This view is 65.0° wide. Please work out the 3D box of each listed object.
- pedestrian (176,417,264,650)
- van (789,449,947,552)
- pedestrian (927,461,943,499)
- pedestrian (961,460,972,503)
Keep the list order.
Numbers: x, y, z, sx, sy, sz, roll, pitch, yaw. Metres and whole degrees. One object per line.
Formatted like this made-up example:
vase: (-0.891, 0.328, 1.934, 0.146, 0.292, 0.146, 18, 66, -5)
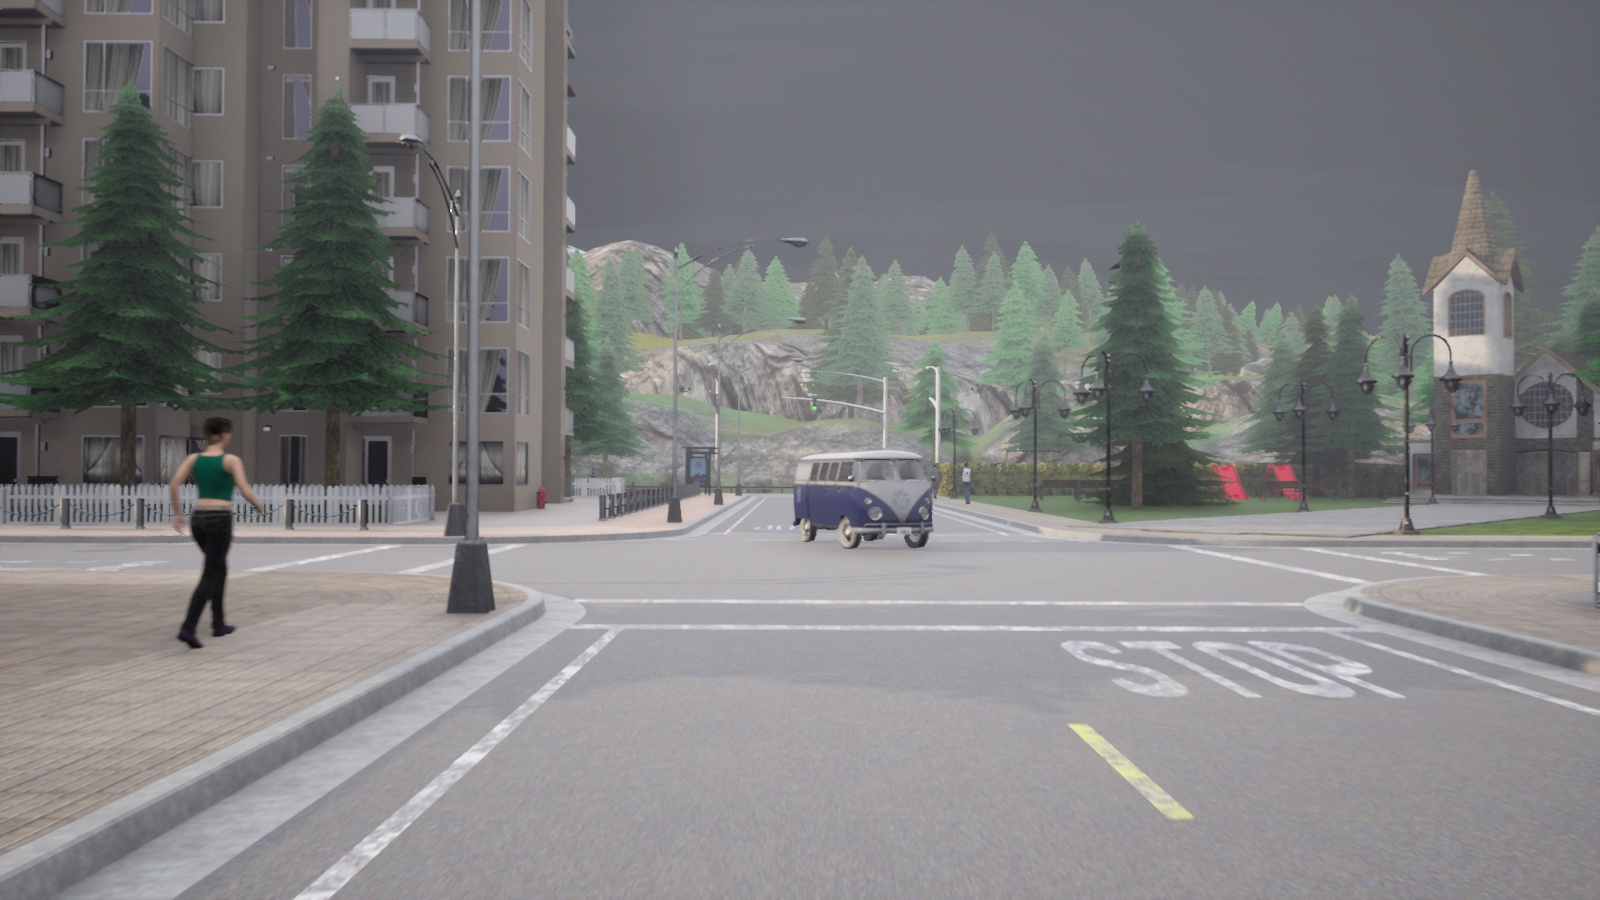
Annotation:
pedestrian: (-4.709, 0.663, 10.220, 0.345, 1.836, 0.594, 0, -1, 15)
van: (1.325, 1.015, 26.554, 1.775, 1.987, 4.442, 0, -1, -19)
pedestrian: (6.943, 1.528, 64.513, 0.659, 1.952, 0.873, 0, -1, -2)
pedestrian: (7.219, 1.360, 54.578, 0.354, 1.836, 0.706, 0, -1, -2)
